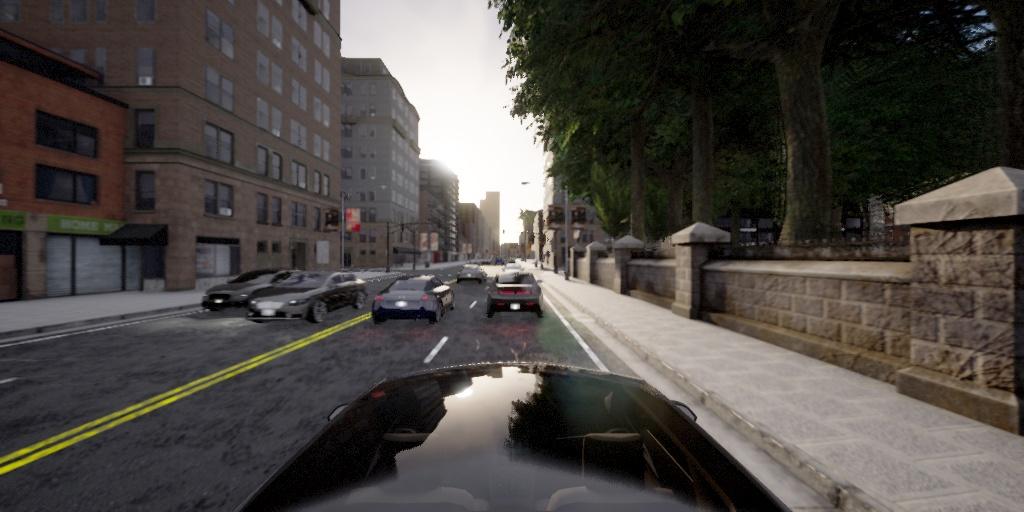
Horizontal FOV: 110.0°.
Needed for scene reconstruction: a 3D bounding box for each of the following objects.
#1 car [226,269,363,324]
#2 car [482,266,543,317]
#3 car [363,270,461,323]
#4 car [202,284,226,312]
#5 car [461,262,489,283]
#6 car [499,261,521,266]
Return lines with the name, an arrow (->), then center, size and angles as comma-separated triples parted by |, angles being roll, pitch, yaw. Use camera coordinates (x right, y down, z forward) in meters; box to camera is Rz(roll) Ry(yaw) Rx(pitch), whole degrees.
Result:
car -> -6.599, 1.269, 12.153 | 2.128, 1.511, 4.902 | 0, 0, 0
car -> 0.099, 1.285, 13.290 | 1.837, 1.490, 4.892 | 0, 0, 0
car -> -3.149, 1.342, 12.220 | 1.994, 1.385, 4.181 | 0, 0, 0
car -> -9.849, 1.290, 14.469 | 1.837, 1.490, 4.892 | 0, -1, 0
car -> -3.149, 1.383, 28.278 | 1.994, 1.385, 4.181 | 0, 0, 0
car -> 0.100, 1.346, 28.618 | 1.812, 1.442, 4.674 | 0, 0, 0
